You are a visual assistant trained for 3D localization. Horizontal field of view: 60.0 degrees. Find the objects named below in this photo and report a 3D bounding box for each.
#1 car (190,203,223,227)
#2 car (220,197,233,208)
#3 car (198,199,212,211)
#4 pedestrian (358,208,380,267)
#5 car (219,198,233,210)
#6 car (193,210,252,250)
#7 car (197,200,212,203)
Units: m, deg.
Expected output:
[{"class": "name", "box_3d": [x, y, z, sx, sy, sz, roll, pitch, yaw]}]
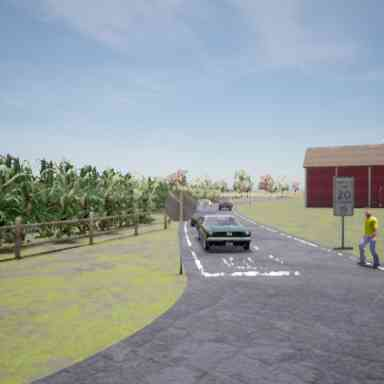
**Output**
[{"class": "car", "box_3d": [0.891, 1.767, 24.549, 1.994, 1.385, 4.181, 0, -1, -1]}, {"class": "car", "box_3d": [6.309, 1.863, 59.757, 2.097, 1.767, 4.553, 0, 0, 9]}, {"class": "car", "box_3d": [2.002, 1.908, 49.787, 1.882, 1.535, 5.008, 0, 0, 6]}, {"class": "pedestrian", "box_3d": [5.488, 1.377, 10.232, 0.375, 1.860, 0.375, -1, 0, -5]}, {"class": "car", "box_3d": [4.857, 1.929, 48.772, 1.837, 1.490, 4.892, 0, -1, 6]}, {"class": "car", "box_3d": [1.291, 1.714, 14.980, 1.895, 1.301, 4.718, 0, -1, -4]}, {"class": "car", "box_3d": [0.945, 1.639, 33.821, 2.097, 1.767, 4.553, 0, -1, 2]}]
